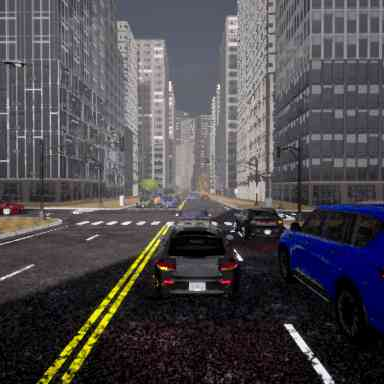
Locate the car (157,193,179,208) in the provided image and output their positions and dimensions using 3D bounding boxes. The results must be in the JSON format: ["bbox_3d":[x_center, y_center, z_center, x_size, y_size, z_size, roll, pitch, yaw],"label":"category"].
[{"bbox_3d":[-3.389,1.318,47.851,2.097,1.767,4.553,0,0,0],"label":"car"}]

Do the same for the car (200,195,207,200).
[{"bbox_3d":[3.169,1.434,89.978,1.812,1.442,4.674,0,0,0],"label":"car"}]

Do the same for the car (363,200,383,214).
[{"bbox_3d":[21.776,1.643,36.656,4.829,1.417,1.752,1,0,1],"label":"car"}]

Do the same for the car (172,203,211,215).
[{"bbox_3d":[0.085,1.538,18.111,2.033,1.411,5.357,0,0,0],"label":"car"}]

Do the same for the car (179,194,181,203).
[{"bbox_3d":[-3.386,1.503,57.323,2.033,1.411,5.357,0,0,0],"label":"car"}]

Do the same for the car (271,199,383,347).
[{"bbox_3d":[3.347,1.219,6.454,2.150,2.045,5.566,0,0,0],"label":"car"}]

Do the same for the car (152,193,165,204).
[{"bbox_3d":[-6.591,1.166,65.970,2.150,2.045,5.566,0,0,1],"label":"car"}]

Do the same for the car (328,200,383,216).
[{"bbox_3d":[16.886,1.608,34.135,4.902,1.511,2.128,1,1,1],"label":"car"}]

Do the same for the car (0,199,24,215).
[{"bbox_3d":[-18.546,1.330,31.481,5.008,1.535,1.882,1,1,1],"label":"car"}]

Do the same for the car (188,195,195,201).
[{"bbox_3d":[-0.074,1.464,80.776,2.033,1.411,5.357,0,0,0],"label":"car"}]

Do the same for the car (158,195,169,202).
[{"bbox_3d":[-6.571,1.471,76.450,2.033,1.411,5.357,0,0,0],"label":"car"}]

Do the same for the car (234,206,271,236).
[{"bbox_3d":[3.335,1.497,17.091,1.837,1.490,4.892,0,0,0],"label":"car"}]

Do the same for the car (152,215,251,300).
[{"bbox_3d":[0.092,1.522,8.241,1.812,1.442,4.674,0,0,0],"label":"car"}]

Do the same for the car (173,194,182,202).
[{"bbox_3d":[-3.321,1.285,77.348,2.097,1.767,4.553,0,0,0],"label":"car"}]

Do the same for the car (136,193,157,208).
[{"bbox_3d":[-6.670,1.318,47.803,2.097,1.767,4.553,0,0,1],"label":"car"}]

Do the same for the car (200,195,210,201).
[{"bbox_3d":[3.177,1.404,79.961,1.882,1.535,5.008,0,0,0],"label":"car"}]

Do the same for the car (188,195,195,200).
[{"bbox_3d":[-0.083,1.461,90.673,1.994,1.385,4.181,0,0,0],"label":"car"}]

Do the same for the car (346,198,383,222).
[{"bbox_3d":[16.175,1.519,28.364,5.009,1.841,2.192,1,0,1],"label":"car"}]
